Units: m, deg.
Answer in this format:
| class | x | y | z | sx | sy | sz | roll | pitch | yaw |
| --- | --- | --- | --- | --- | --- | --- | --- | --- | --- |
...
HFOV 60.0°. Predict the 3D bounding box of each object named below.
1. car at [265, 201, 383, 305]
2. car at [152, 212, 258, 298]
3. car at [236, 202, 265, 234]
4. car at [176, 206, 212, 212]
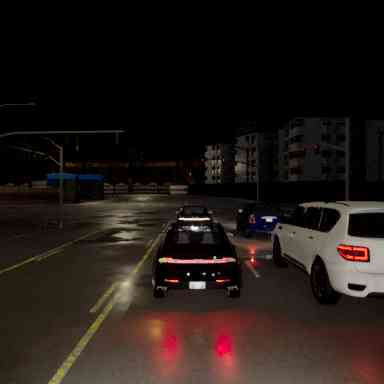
| class | x | y | z | sx | sy | sz | roll | pitch | yaw |
| --- | --- | --- | --- | --- | --- | --- | --- | --- | --- |
| car | 3.596 | 1.220 | 8.252 | 2.150 | 2.045 | 5.566 | 0 | 0 | 0 |
| car | 0.104 | 1.499 | 8.541 | 2.128 | 1.511 | 4.902 | 0 | 0 | 0 |
| car | 3.613 | 1.328 | 17.676 | 2.097 | 1.767 | 4.553 | 0 | 0 | 0 |
| car | 0.115 | 1.473 | 17.953 | 2.128 | 1.511 | 4.902 | 0 | 0 | 0 |
